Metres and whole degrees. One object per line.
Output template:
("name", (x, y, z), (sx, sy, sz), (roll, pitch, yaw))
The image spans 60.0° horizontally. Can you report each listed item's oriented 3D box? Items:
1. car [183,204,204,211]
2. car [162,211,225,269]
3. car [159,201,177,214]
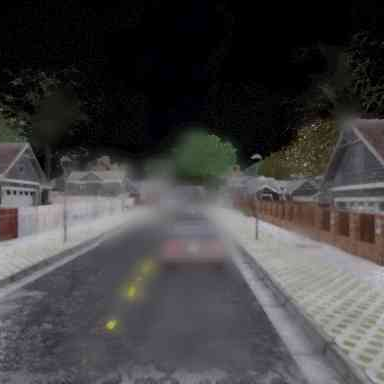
("car", (0.158, 1.768, 30.003), (1.994, 1.385, 4.181), (0, -1, 1))
("car", (0.074, 1.603, 11.296), (2.033, 1.411, 5.357), (0, 0, 1))
("car", (-2.709, 1.826, 39.465), (1.812, 1.442, 4.674), (0, -1, 0))
